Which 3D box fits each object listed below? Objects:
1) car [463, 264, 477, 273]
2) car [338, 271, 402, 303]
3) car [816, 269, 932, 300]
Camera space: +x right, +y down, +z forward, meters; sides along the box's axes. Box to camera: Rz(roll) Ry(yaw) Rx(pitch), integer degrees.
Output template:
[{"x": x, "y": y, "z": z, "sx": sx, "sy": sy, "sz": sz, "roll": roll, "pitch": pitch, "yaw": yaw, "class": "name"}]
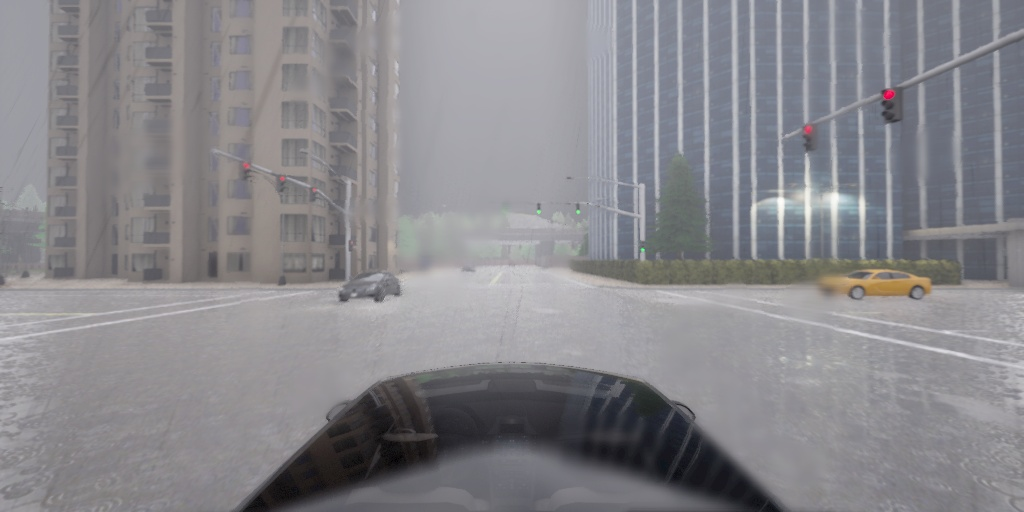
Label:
[{"x": -6.986, "y": 2.076, "z": 59.750, "sx": 2.033, "sy": 1.411, "sz": 5.357, "roll": 0, "pitch": -1, "yaw": 0, "class": "car"}, {"x": -6.992, "y": 1.496, "z": 18.197, "sx": 1.812, "sy": 1.442, "sz": 4.674, "roll": 0, "pitch": -1, "yaw": 0, "class": "car"}, {"x": 19.009, "y": 1.458, "z": 18.982, "sx": 5.008, "sy": 1.535, "sz": 1.882, "roll": 0, "pitch": -1, "yaw": -1, "class": "car"}]
